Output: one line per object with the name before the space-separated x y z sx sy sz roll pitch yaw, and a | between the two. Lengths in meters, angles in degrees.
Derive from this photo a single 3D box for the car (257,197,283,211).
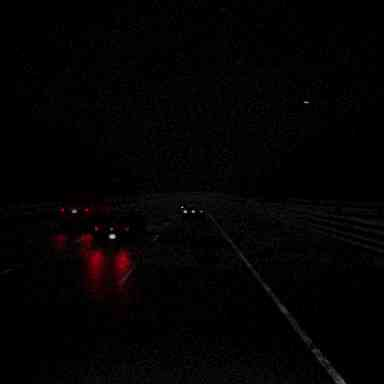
car | 9.828 1.489 41.901 2.033 1.649 4.856 0 0 -12

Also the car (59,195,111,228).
car | -6.902 1.217 22.188 2.150 2.045 5.566 0 0 0

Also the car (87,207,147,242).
car | -3.401 1.597 16.412 1.895 1.301 4.718 0 0 0

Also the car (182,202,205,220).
car | 0.099 1.543 27.938 2.033 1.411 5.357 0 0 0
